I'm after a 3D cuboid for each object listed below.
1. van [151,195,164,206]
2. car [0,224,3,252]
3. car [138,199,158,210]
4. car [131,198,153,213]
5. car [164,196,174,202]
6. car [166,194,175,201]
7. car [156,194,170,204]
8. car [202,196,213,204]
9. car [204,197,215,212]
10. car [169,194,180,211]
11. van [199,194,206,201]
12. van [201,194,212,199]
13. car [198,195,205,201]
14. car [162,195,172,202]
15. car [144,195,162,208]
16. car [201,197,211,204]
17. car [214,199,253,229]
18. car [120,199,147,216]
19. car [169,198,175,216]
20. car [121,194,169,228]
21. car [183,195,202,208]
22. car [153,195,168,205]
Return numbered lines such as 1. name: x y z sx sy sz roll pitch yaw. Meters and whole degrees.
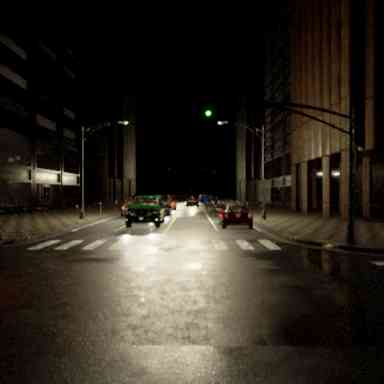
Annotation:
1. van: -5.764 1.420 55.461 1.690 1.788 3.998 0 0 0
2. car: -8.445 1.217 9.901 5.566 2.045 2.150 0 -2 15
3. car: -5.764 1.611 44.243 2.008 1.369 4.403 0 0 0
4. car: -5.763 1.492 38.634 1.967 1.590 4.097 0 0 0
5. car: -5.767 1.687 83.509 2.008 1.369 4.403 0 0 0
6. car: -5.766 1.463 89.119 2.192 1.841 5.009 0 0 0
7. car: -5.765 1.415 66.680 2.192 1.841 5.009 0 0 0
8. car: 2.761 1.626 44.261 1.947 1.339 4.313 0 0 0
9. car: 2.762 1.602 38.652 2.008 1.369 4.403 0 0 0
10. car: -3.031 1.410 42.604 2.097 1.767 4.553 0 0 0
11. van: 2.759 1.489 89.134 1.690 1.788 3.998 0 0 0
12. van: 2.761 1.420 55.480 1.690 1.788 3.998 0 0 0
13. car: 2.758 1.601 94.743 1.967 1.590 4.097 0 0 0
14. car: -5.766 1.564 77.900 1.967 1.590 4.097 0 0 0
15. car: -5.763 1.385 49.853 2.192 1.841 5.009 0 0 0
16. car: 2.760 1.666 66.697 1.947 1.339 4.313 0 0 0
17. car: 2.763 1.468 21.826 1.967 1.590 4.097 0 0 0
18. car: -5.762 1.484 33.024 1.967 1.590 4.097 0 0 0
19. car: -3.033 1.607 32.725 1.994 1.385 4.181 0 0 1
20. car: -3.073 1.251 22.854 2.150 2.045 5.566 0 0 0
21. car: 0.095 1.563 50.582 2.128 1.511 4.902 0 0 0
22. car: -5.764 1.405 61.072 2.192 1.841 5.009 0 0 0
